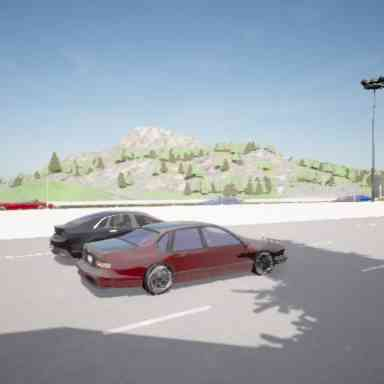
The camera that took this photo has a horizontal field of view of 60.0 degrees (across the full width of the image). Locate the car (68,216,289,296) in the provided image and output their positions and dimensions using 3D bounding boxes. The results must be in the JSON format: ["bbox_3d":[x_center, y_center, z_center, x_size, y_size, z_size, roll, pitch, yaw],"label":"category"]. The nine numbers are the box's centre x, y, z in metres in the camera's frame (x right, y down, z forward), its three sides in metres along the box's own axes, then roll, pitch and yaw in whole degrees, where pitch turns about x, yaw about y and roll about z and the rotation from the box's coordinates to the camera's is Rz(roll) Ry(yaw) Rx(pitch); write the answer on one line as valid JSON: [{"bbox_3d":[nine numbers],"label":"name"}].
[{"bbox_3d":[-0.029,1.445,8.347,5.357,1.411,2.033,0,1,-32],"label":"car"}]

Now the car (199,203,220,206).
[{"bbox_3d":[3.237,1.165,34.761,5.357,1.411,2.033,0,1,-29],"label":"car"}]

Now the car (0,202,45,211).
[{"bbox_3d":[-14.300,1.155,28.050,4.718,1.301,1.895,0,1,-34],"label":"car"}]

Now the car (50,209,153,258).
[{"bbox_3d":[-2.000,1.357,10.906,4.892,1.490,1.837,0,0,-34],"label":"car"}]
